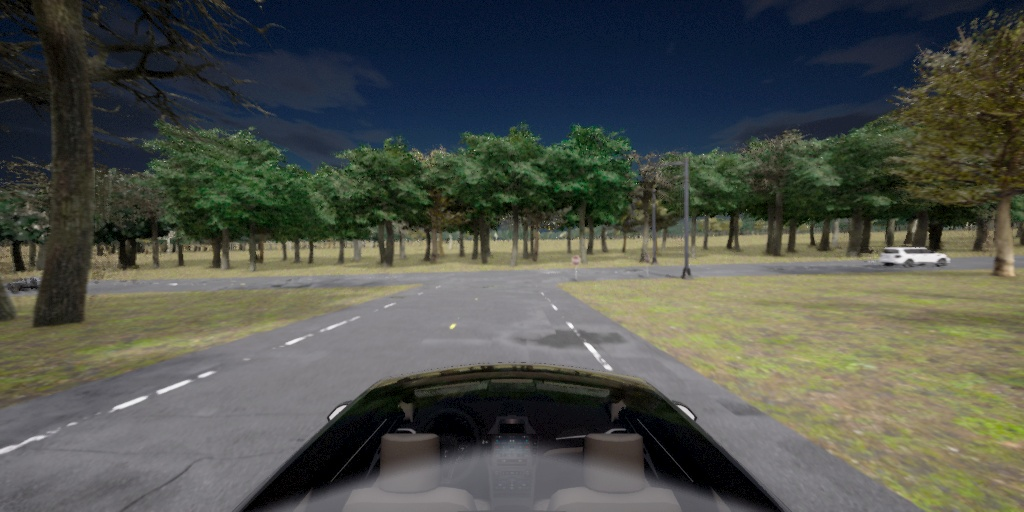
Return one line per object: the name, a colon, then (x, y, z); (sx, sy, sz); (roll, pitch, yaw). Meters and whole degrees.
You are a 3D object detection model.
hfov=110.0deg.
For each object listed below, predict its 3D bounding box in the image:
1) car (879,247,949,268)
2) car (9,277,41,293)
car: (41.233, 0.106, 36.856); (5.566, 2.045, 2.150); (-2, 3, 0)
car: (-48.247, 2.880, 36.567); (4.674, 1.442, 1.812); (-1, 3, 0)
